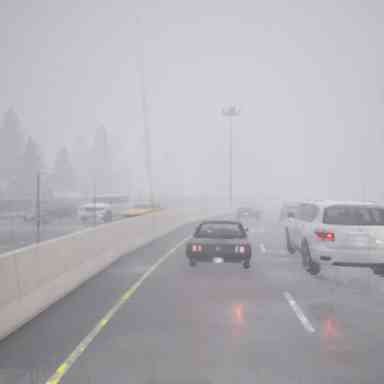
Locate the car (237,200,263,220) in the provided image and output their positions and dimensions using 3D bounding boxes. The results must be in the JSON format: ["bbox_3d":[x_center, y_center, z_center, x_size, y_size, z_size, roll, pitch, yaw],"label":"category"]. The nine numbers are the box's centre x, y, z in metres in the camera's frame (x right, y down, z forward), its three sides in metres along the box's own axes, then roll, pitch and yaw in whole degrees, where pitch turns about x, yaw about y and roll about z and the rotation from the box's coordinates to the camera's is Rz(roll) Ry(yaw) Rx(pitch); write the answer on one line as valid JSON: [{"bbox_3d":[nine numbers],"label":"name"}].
[{"bbox_3d":[5.015,1.599,28.774,1.812,1.442,4.674,0,0,18],"label":"car"}]

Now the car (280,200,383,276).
[{"bbox_3d":[4.448,1.261,10.748,2.150,2.045,5.566,0,0,7],"label":"car"}]

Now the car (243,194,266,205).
[{"bbox_3d":[12.113,1.388,64.323,2.150,2.045,5.566,0,0,37],"label":"car"}]

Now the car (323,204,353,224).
[{"bbox_3d":[11.861,1.701,27.301,1.895,1.301,4.718,0,0,19],"label":"car"}]

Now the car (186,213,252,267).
[{"bbox_3d":[1.025,1.626,11.511,1.895,1.301,4.718,0,0,8],"label":"car"}]

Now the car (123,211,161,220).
[{"bbox_3d":[-3.605,1.507,24.906,1.882,1.535,5.008,0,0,15],"label":"car"}]

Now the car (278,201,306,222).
[{"bbox_3d":[8.517,1.579,28.183,2.128,1.511,4.902,0,0,18],"label":"car"}]
